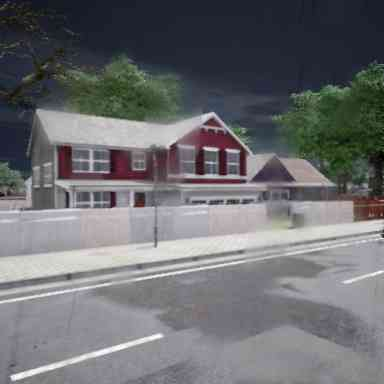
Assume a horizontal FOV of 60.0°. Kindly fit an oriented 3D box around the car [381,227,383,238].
[{"bbox_3d":[10.875,1.549,15.328,5.357,1.411,2.033,0,0,-35],"label":"car"}]
